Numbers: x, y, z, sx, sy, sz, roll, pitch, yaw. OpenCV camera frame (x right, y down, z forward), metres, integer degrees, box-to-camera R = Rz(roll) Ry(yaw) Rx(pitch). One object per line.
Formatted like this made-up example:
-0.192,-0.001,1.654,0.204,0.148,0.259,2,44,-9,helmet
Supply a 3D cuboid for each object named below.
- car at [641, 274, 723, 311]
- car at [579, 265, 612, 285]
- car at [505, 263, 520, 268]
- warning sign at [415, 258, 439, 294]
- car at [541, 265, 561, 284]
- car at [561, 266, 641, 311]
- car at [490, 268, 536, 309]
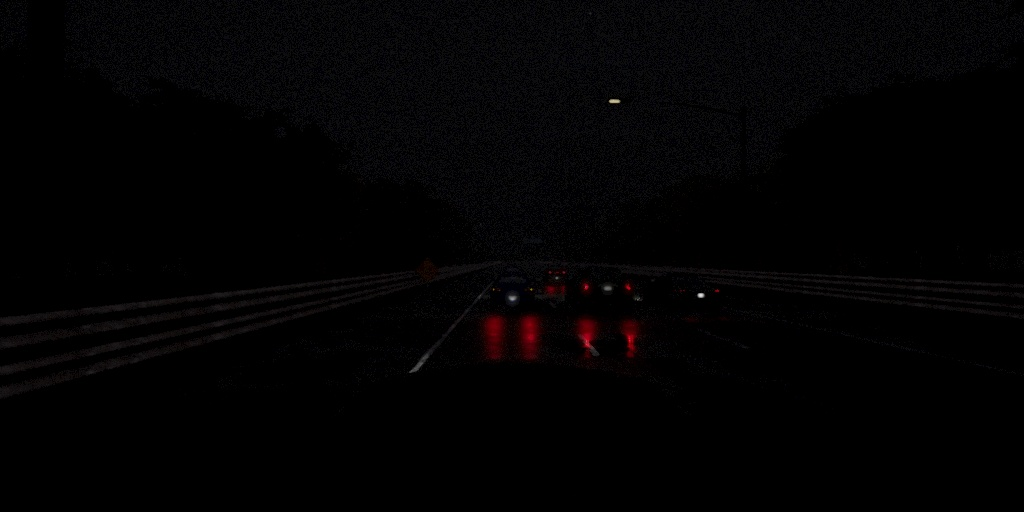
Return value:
7.038,1.450,15.336,1.994,1.385,4.181,0,0,0,car
7.061,1.565,30.740,1.812,1.442,4.674,0,0,1,car
0.060,1.566,30.748,1.812,1.442,4.674,0,0,1,car
-4.526,1.040,19.167,1.300,1.860,1.060,0,0,0,warning sign
3.556,1.529,30.359,2.128,1.511,4.902,0,0,0,car
3.537,1.236,15.275,2.097,1.767,4.553,0,-1,0,car
0.040,1.416,15.752,1.812,1.442,4.674,0,0,1,car
